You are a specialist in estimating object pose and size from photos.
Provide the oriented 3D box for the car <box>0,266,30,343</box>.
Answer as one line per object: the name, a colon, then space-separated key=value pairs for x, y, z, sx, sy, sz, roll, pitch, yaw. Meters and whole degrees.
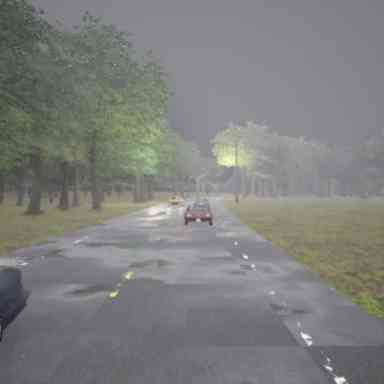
car: x=-3.581 y=1.538 z=3.106 sx=2.033 sy=1.411 sz=5.357 roll=0 pitch=0 yaw=0

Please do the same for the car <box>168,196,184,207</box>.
car: x=-2.146 y=1.290 z=46.721 sx=1.882 sy=1.535 sz=5.008 roll=0 pitch=0 yaw=3

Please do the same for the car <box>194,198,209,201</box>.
car: x=1.228 y=1.379 z=42.056 sx=1.994 sy=1.385 sz=4.181 roll=0 pitch=0 yaw=3

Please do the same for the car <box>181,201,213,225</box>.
car: x=0.480 y=1.529 z=23.741 sx=1.895 sy=1.301 sz=4.718 roll=0 pitch=0 yaw=2
